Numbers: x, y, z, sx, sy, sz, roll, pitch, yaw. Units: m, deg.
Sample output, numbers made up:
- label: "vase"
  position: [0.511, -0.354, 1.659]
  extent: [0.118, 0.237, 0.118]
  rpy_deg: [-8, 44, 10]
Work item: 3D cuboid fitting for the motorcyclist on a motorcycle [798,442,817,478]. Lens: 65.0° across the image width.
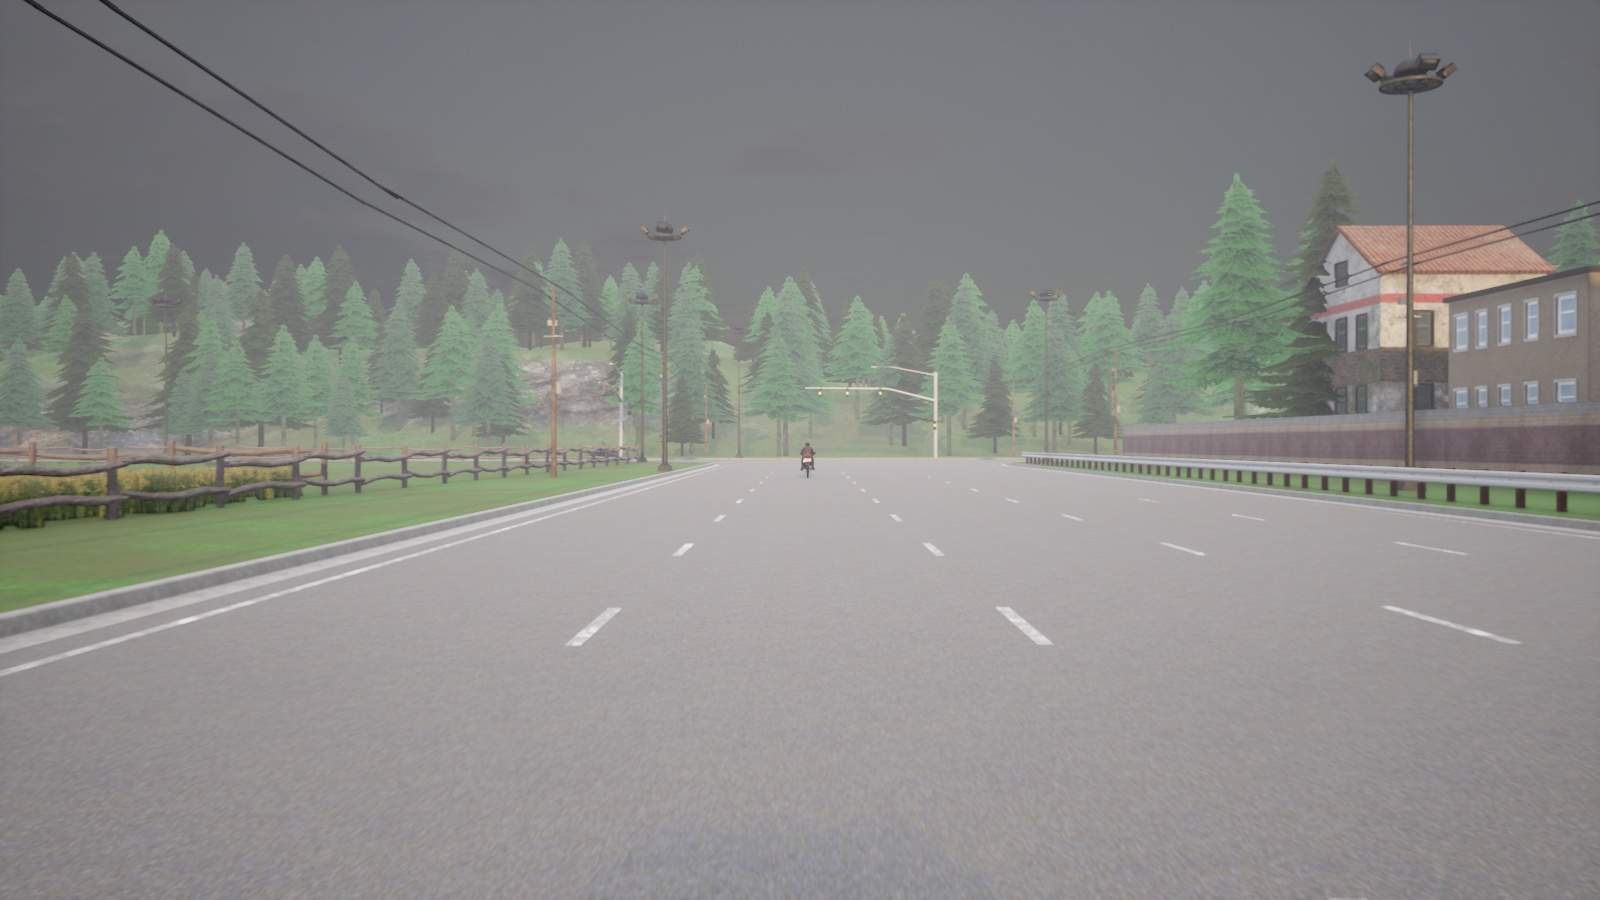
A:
- label: "motorcyclist on a motorcycle"
  position: [0.322, 0.425, 53.821]
  extent: [0.797, 1.523, 2.044]
  rpy_deg: [0, 0, 0]
